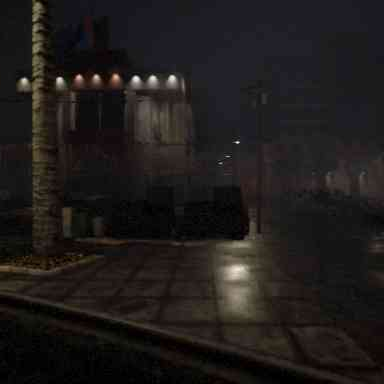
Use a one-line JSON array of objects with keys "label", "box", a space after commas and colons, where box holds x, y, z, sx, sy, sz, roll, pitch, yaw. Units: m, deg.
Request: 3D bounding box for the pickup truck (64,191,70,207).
[{"label": "pickup truck", "box": [-8.502, 0.994, 25.460, 2.390, 2.098, 6.274, 0, 0, 2]}]
